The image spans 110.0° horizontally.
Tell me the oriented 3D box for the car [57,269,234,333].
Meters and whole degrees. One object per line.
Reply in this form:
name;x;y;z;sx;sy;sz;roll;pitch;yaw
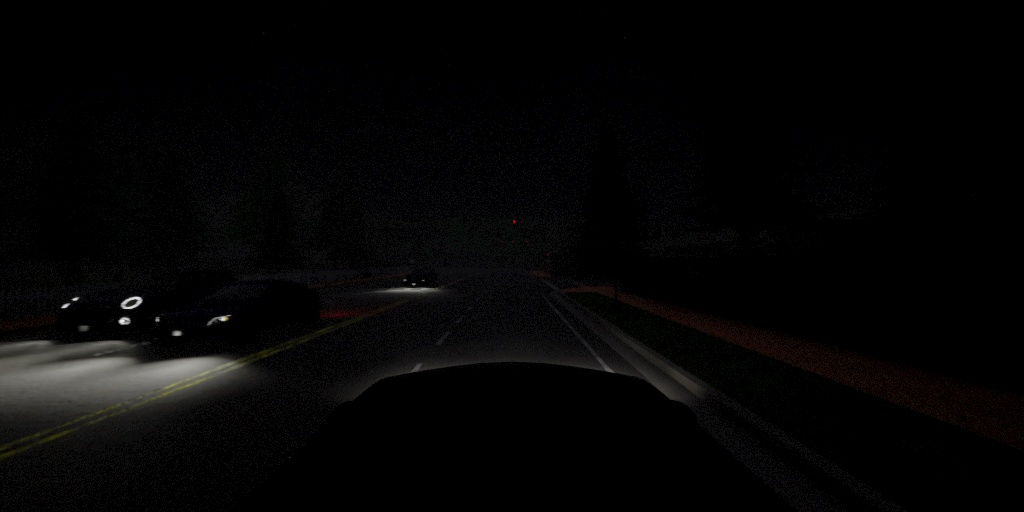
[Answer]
car;-10.567;1.224;11.108;2.097;1.767;4.553;0;-1;0

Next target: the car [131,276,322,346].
car;-7.074;1.383;9.897;1.812;1.442;4.674;0;-1;0

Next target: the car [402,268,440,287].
car;-7.006;1.657;28.234;2.033;1.411;5.357;0;0;0
